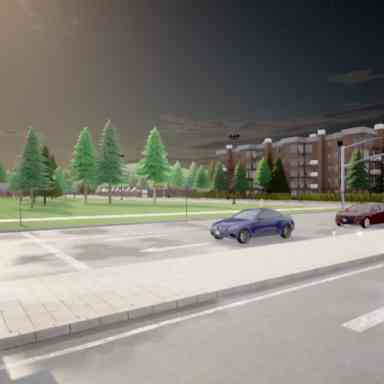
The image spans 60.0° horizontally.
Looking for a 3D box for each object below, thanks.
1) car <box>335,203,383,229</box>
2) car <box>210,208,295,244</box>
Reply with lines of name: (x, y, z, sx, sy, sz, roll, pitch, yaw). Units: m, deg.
car: (11.445, 1.470, 21.925, 5.008, 1.535, 1.882, 0, 0, -35)
car: (3.004, 1.522, 15.935, 4.674, 1.442, 1.812, 0, 0, -36)
